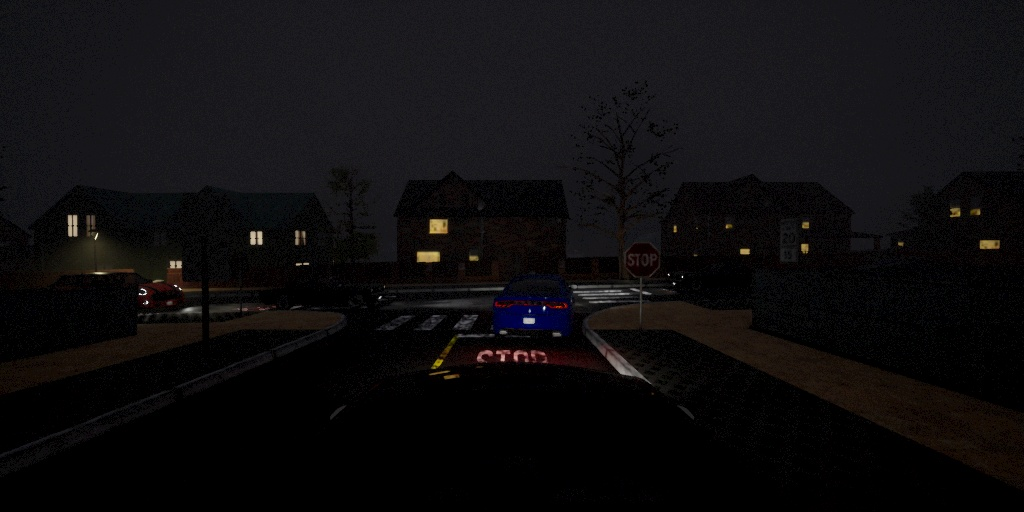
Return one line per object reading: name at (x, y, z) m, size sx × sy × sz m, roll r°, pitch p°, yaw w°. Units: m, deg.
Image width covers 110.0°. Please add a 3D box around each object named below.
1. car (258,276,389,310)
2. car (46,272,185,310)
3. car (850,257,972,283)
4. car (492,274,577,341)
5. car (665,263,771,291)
car at (-7.821, 1.506, 15.247) m, size 4.718 × 1.301 × 1.895 m, roll -1°, pitch 1°, yaw 0°
car at (-16.809, 1.471, 15.233) m, size 4.553 × 1.767 × 2.097 m, roll -1°, pitch 1°, yaw 0°
car at (20.044, 0.753, 18.231) m, size 5.357 × 1.411 × 2.033 m, roll -1°, pitch 1°, yaw 0°
car at (0.780, 1.226, 10.046) m, size 1.882 × 1.535 × 5.008 m, roll 0°, pitch 0°, yaw 10°
car at (10.399, 1.034, 18.188) m, size 4.718 × 1.301 × 1.895 m, roll -1°, pitch 1°, yaw -1°
